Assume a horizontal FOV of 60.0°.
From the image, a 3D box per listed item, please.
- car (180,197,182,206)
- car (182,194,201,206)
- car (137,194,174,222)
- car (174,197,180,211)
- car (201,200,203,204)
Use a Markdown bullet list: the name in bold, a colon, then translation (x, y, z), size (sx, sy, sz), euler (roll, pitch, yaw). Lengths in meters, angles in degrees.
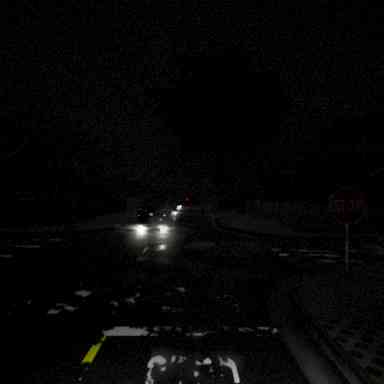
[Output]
- **car**: translation (-2.660, 1.659, 59.517), size (2.128, 1.511, 4.902), euler (0, -1, 3)
- **car**: translation (-0.028, 1.370, 56.624), size (2.150, 2.045, 5.566), euler (0, 0, 1)
- **car**: translation (-2.864, 1.206, 26.085), size (2.150, 2.045, 5.566), euler (0, 0, 0)
- **car**: translation (-2.867, 1.541, 41.055), size (1.882, 1.535, 5.008), euler (0, 0, 0)
- **car**: translation (0.868, 1.796, 67.188), size (1.994, 1.385, 4.181), euler (0, -1, 13)
